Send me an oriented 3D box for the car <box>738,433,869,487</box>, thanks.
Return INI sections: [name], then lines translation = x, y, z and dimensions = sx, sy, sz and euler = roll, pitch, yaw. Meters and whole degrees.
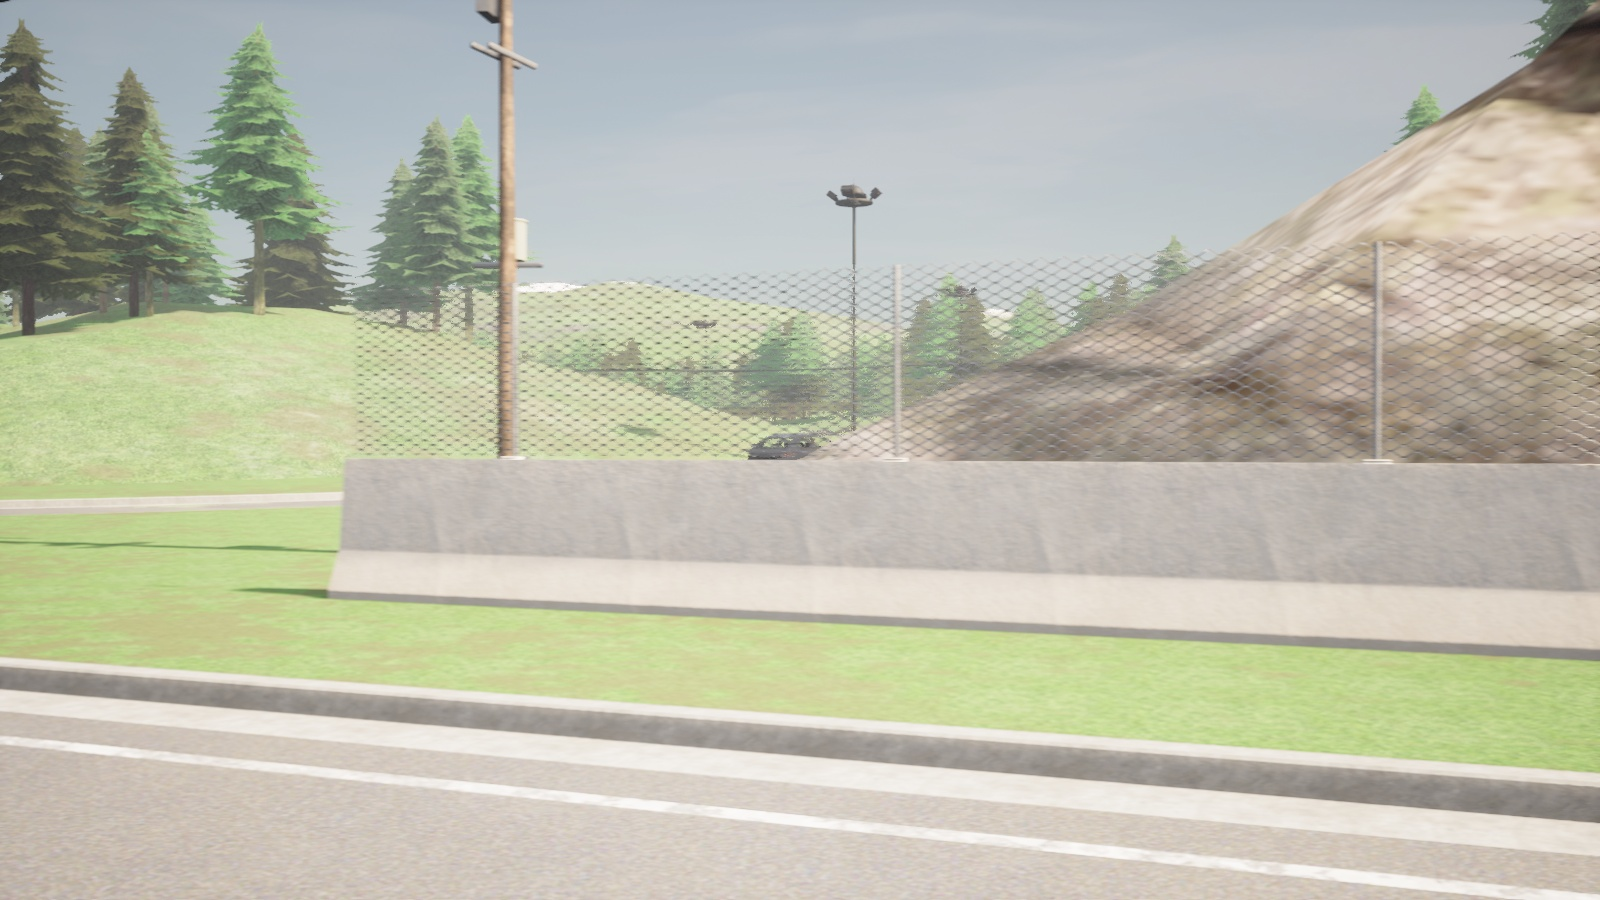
[car]
translation = 0.171, 0.251, 36.819
dimensions = 1.816, 1.474, 4.193
euler = 1, 1, 34
